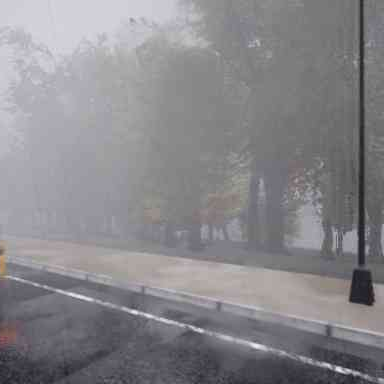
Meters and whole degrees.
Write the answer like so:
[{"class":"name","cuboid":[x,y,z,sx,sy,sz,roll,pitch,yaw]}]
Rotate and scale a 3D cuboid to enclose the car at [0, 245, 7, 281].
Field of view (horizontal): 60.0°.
[{"class":"car","cuboid":[-6.655,1.568,8.417,5.008,1.535,1.882,0,0,35]}]
